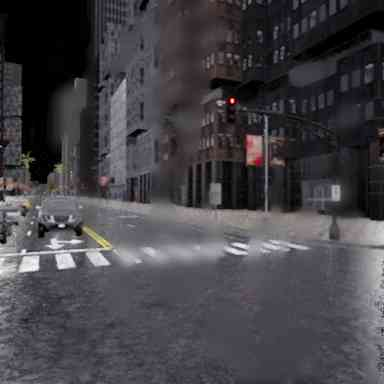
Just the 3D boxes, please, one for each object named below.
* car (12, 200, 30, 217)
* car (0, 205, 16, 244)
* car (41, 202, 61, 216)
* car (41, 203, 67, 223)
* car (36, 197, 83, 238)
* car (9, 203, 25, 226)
[{"bbox_3d":[-17.779,1.756,33.583,1.994,1.385,4.181,1,-1,-25],"label":"car"},{"bbox_3d":[-9.801,1.590,16.008,1.837,1.490,4.892,1,-1,-24],"label":"car"},{"bbox_3d":[-15.856,1.834,37.222,1.895,1.301,4.718,1,-1,-24],"label":"car"},{"bbox_3d":[-11.678,1.706,28.004,1.812,1.442,4.674,1,-1,-25],"label":"car"},{"bbox_3d":[-7.640,1.347,19.125,2.150,2.045,5.566,1,-1,-24],"label":"car"},{"bbox_3d":[-13.631,1.739,24.432,1.895,1.301,4.718,1,-1,-25],"label":"car"}]
